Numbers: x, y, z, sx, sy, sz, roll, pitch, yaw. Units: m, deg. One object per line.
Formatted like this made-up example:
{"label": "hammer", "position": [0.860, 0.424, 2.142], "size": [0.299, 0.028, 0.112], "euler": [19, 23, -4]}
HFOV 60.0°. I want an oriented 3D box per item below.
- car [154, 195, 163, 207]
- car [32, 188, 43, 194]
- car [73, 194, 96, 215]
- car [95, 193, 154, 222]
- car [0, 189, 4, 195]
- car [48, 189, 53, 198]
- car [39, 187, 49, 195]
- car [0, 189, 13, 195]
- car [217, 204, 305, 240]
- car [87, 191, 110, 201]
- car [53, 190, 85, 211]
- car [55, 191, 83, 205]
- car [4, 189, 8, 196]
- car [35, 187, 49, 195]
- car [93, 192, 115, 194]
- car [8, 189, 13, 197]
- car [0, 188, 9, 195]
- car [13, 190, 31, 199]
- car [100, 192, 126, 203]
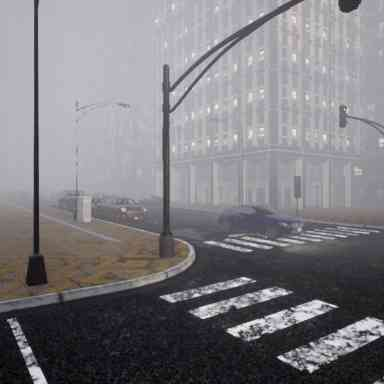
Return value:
{"label": "car", "position": [-4.303, 0.982, 36.233], "size": [1.802, 1.307, 4.206], "euler": [1, 0, -36]}
{"label": "car", "position": [-39.990, -0.213, 86.121], "size": [1.947, 1.339, 4.313], "euler": [1, 0, -36]}
{"label": "car", "position": [-7.839, 1.103, 26.773], "size": [1.802, 1.307, 4.206], "euler": [1, 0, -36]}
{"label": "car", "position": [-4.592, 1.068, 22.239], "size": [1.967, 1.590, 4.097], "euler": [1, 0, -36]}
{"label": "car", "position": [-37.027, 0.107, 67.575], "size": [2.008, 1.369, 4.403], "euler": [1, 0, -36]}
{"label": "car", "position": [-23.089, 0.378, 58.018], "size": [1.812, 1.442, 4.674], "euler": [0, 1, -36]}
{"label": "car", "position": [-33.501, -0.021, 77.050], "size": [1.887, 1.381, 4.507], "euler": [1, 0, -36]}
{"label": "car", "position": [-40.271, 0.015, 72.108], "size": [1.947, 1.339, 4.313], "euler": [1, 0, -36]}
{"label": "car", "position": [3.207, 1.331, 16.273], "size": [1.812, 1.442, 4.674], "euler": [0, 1, -39]}
{"label": "car", "position": [-14.036, 0.643, 49.839], "size": [1.947, 1.339, 4.313], "euler": [1, 0, -36]}
{"label": "car", "position": [-11.075, 0.729, 31.306], "size": [2.192, 1.841, 5.009], "euler": [1, 0, -36]}
{"label": "car", "position": [-15.636, 0.677, 42.154], "size": [2.128, 1.511, 4.902], "euler": [0, 1, -35]}
{"label": "car", "position": [-33.783, 0.208, 63.041], "size": [1.887, 1.381, 4.507], "euler": [1, 0, -36]}
{"label": "car", "position": [-36.740, -0.357, 81.585], "size": [2.192, 1.841, 5.009], "euler": [1, 0, -36]}
{"label": "car", "position": [-7.217, 1.015, 30.335], "size": [2.033, 1.411, 5.357], "euler": [0, 1, -36]}
{"label": "car", "position": [-30.540, 0.321, 58.508], "size": [2.008, 1.369, 4.403], "euler": [1, 0, -36]}
{"label": "car", "position": [-43.513, -0.113, 76.642], "size": [1.887, 1.381, 4.507], "euler": [1, 0, -36]}
{"label": "car", "position": [-27.297, 0.422, 53.974], "size": [1.887, 1.381, 4.507], "euler": [1, 0, -36]}
{"label": "car", "position": [-10.889, 0.707, 45.442], "size": [1.752, 1.417, 4.829], "euler": [1, 0, -36]}
